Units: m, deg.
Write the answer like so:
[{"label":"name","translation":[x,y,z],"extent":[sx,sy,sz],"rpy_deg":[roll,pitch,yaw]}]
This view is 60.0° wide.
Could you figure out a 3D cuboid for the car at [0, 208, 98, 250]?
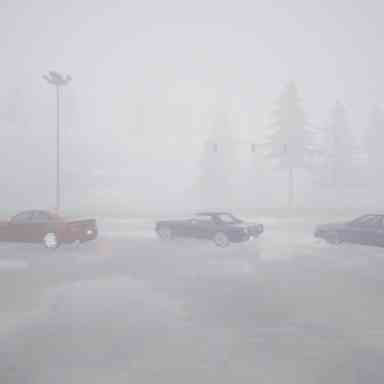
[{"label":"car","translation":[-6.357,1.425,13.908],"extent":[5.008,1.535,1.882],"rpy_deg":[0,0,20]}]

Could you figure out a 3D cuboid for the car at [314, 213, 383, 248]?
[{"label":"car","translation":[7.428,1.498,12.724],"extent":[2.033,1.411,5.357],"rpy_deg":[0,0,-34]}]

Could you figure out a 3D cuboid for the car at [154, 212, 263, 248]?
[{"label":"car","translation":[0.573,1.545,14.606],"extent":[4.718,1.301,1.895],"rpy_deg":[0,0,36]}]
